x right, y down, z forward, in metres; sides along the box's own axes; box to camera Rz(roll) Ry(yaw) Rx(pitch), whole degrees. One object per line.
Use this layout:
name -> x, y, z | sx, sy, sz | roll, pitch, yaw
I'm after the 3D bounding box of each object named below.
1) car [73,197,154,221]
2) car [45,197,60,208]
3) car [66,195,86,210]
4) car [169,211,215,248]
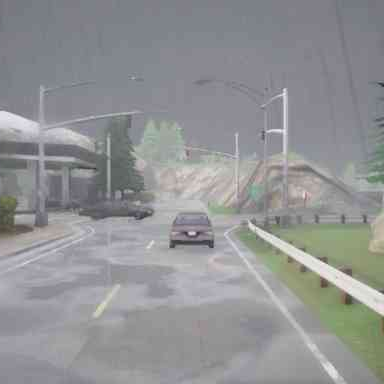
car -> -5.503, 1.293, 24.457 | 5.357, 1.411, 2.033 | 0, 0, 0
car -> -20.235, 1.477, 46.514 | 2.242, 1.667, 4.611 | 0, 0, -1
car -> -14.528, 1.310, 42.237 | 1.905, 1.878, 3.866 | 0, 0, -1
car -> 0.000, 1.561, 14.650 | 2.033, 1.411, 5.357 | 0, 0, 0
